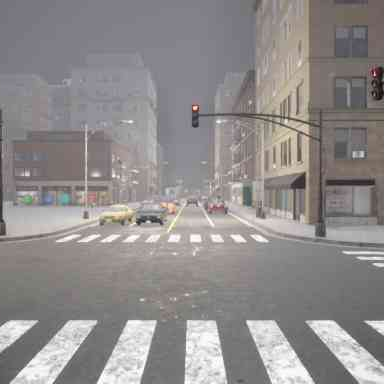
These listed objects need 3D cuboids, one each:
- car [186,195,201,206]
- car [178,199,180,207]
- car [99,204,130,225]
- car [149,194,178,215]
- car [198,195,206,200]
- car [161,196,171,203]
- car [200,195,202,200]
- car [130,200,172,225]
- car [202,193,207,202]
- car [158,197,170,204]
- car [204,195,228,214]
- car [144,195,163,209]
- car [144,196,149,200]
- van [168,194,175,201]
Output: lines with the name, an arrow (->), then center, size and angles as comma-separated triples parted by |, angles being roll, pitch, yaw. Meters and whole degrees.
car -> 0.047, 1.509, 54.009 | 1.837, 1.490, 4.892 | 0, 0, 0
car -> -2.770, 1.551, 51.199 | 2.033, 1.411, 5.357 | 0, 0, 0
car -> -5.368, 1.526, 23.902 | 1.752, 1.417, 4.829 | 0, 0, 0
car -> -2.823, 1.355, 33.833 | 2.097, 1.767, 4.553 | 0, 0, 0
car -> 2.717, 1.577, 92.008 | 1.947, 1.339, 4.313 | 0, 0, 0
car -> -5.328, 1.531, 69.197 | 1.752, 1.417, 4.829 | 0, 0, 0
car -> 2.682, 1.529, 52.544 | 1.752, 1.417, 4.829 | 0, 0, 0
car -> -2.828, 1.548, 24.182 | 2.033, 1.411, 5.357 | 0, 0, 0
car -> 2.672, 1.318, 41.050 | 2.192, 1.841, 5.009 | 0, 0, 0
car -> -5.333, 1.587, 63.706 | 1.802, 1.307, 4.206 | 0, 0, 0
car -> 2.667, 1.442, 35.388 | 1.967, 1.590, 4.097 | 0, 0, 0
car -> -5.348, 1.318, 46.720 | 2.192, 1.841, 5.009 | 0, 0, 0
car -> -5.353, 1.553, 41.058 | 2.008, 1.369, 4.403 | 0, 0, 0
van -> -5.313, 1.350, 86.353 | 1.690, 1.788, 3.998 | 0, 0, 0
